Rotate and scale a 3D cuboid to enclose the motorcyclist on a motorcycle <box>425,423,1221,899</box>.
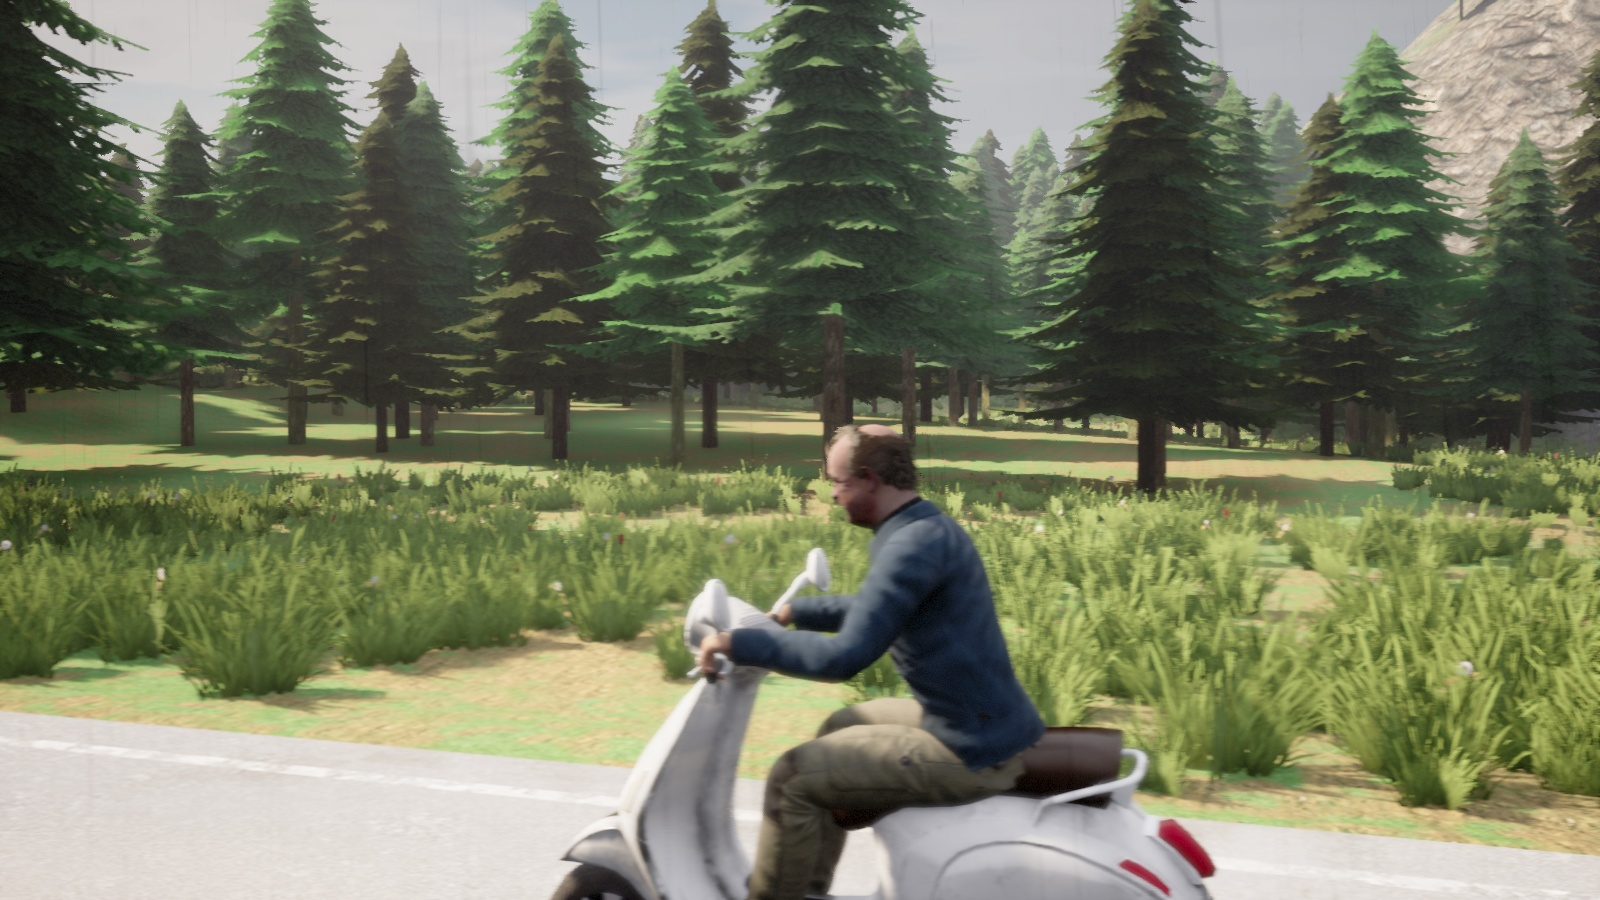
[{"bbox_3d":[0.094,0.730,3.159,1.817,1.590,0.866,1,1,19],"label":"motorcyclist on a motorcycle"}]
